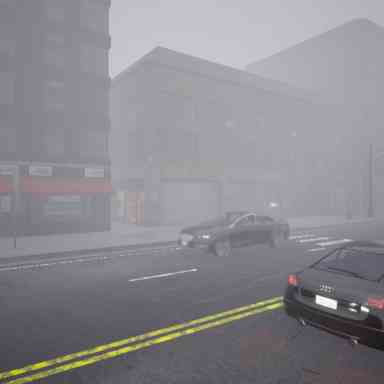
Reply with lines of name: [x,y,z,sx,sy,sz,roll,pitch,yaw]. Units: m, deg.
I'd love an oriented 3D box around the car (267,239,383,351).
car: [3.585,1.564,5.976,4.181,1.385,1.994,0,0,-35]

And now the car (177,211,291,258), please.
car: [1.741,1.491,12.881,4.902,1.511,2.128,0,0,-35]
